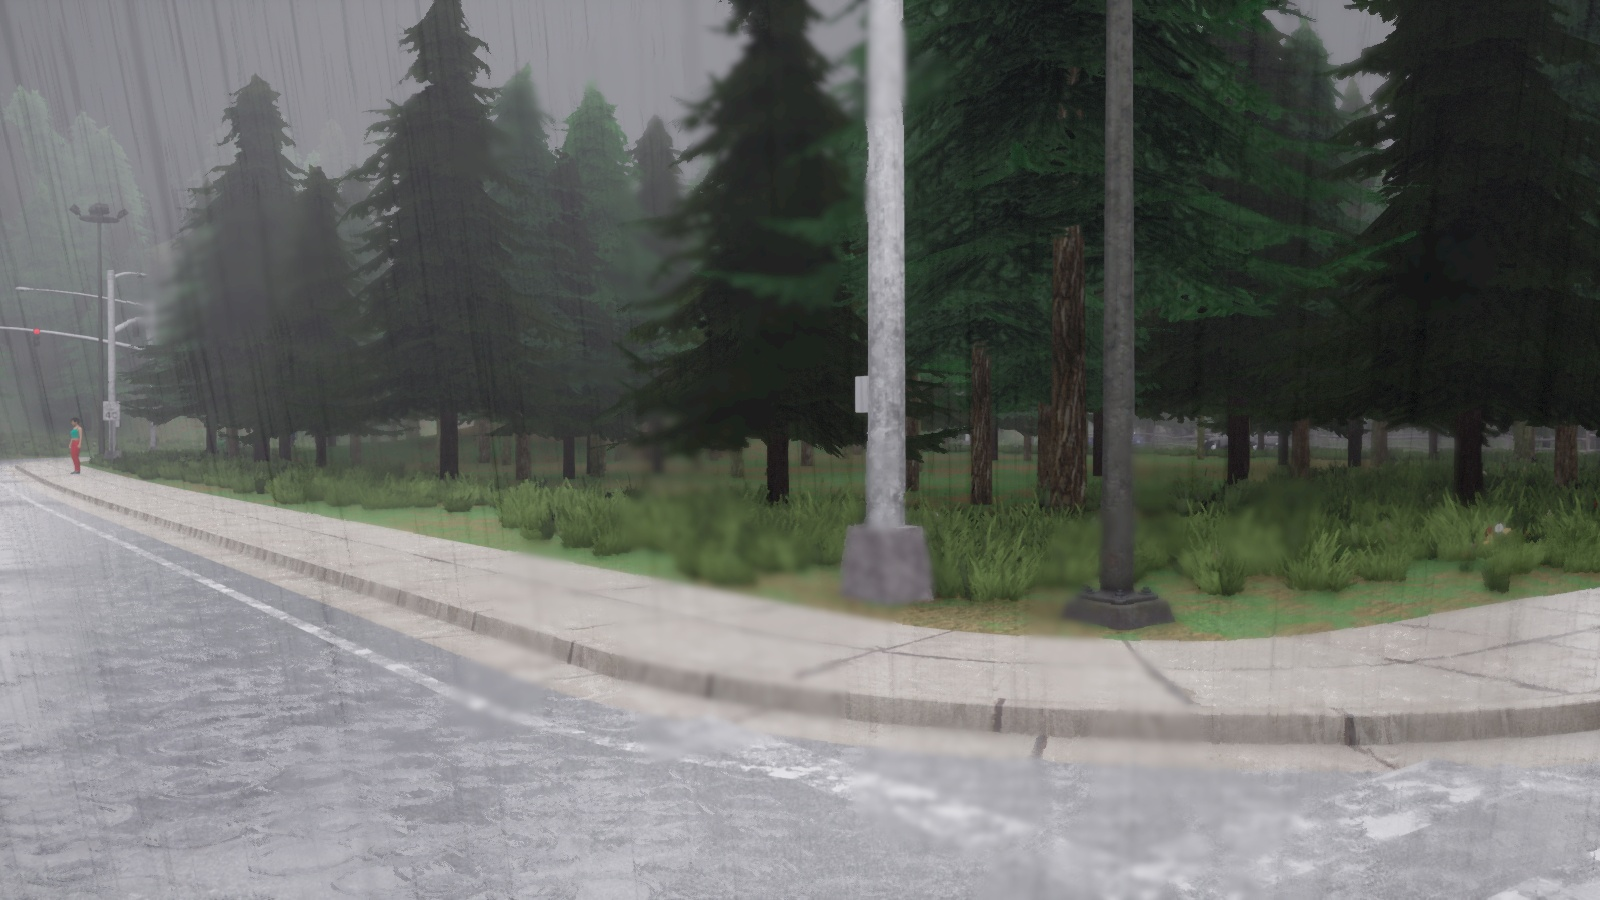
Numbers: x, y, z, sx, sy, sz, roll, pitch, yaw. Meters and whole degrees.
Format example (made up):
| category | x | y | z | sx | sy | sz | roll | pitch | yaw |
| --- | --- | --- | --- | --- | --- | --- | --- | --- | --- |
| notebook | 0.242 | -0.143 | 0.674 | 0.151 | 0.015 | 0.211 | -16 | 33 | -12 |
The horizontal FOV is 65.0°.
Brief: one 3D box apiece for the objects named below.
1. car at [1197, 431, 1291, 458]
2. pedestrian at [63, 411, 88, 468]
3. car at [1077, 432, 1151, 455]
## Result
| category | x | y | z | sx | sy | sz | roll | pitch | yaw |
| --- | --- | --- | --- | --- | --- | --- | --- | --- | --- |
| car | 26.219 | -0.353 | 74.319 | 2.128 | 1.511 | 4.902 | 0 | 1 | -34 |
| pedestrian | -23.571 | -0.330 | 40.858 | 0.345 | 1.836 | 0.594 | 1 | 1 | 34 |
| car | 20.613 | -0.450 | 82.547 | 1.812 | 1.442 | 4.674 | 0 | 1 | -35 |
